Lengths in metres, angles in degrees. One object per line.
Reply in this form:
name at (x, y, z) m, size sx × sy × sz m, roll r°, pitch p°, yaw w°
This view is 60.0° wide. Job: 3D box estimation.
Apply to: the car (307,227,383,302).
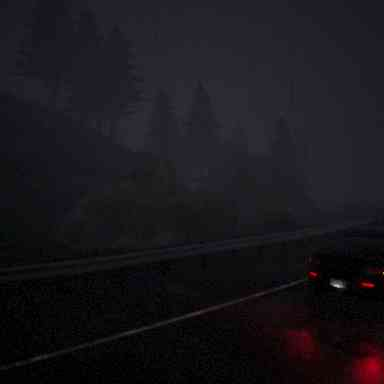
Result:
car at (4.440, 1.542, 7.751) m, size 4.674 × 1.442 × 1.812 m, roll 0°, pitch 0°, yaw -42°
